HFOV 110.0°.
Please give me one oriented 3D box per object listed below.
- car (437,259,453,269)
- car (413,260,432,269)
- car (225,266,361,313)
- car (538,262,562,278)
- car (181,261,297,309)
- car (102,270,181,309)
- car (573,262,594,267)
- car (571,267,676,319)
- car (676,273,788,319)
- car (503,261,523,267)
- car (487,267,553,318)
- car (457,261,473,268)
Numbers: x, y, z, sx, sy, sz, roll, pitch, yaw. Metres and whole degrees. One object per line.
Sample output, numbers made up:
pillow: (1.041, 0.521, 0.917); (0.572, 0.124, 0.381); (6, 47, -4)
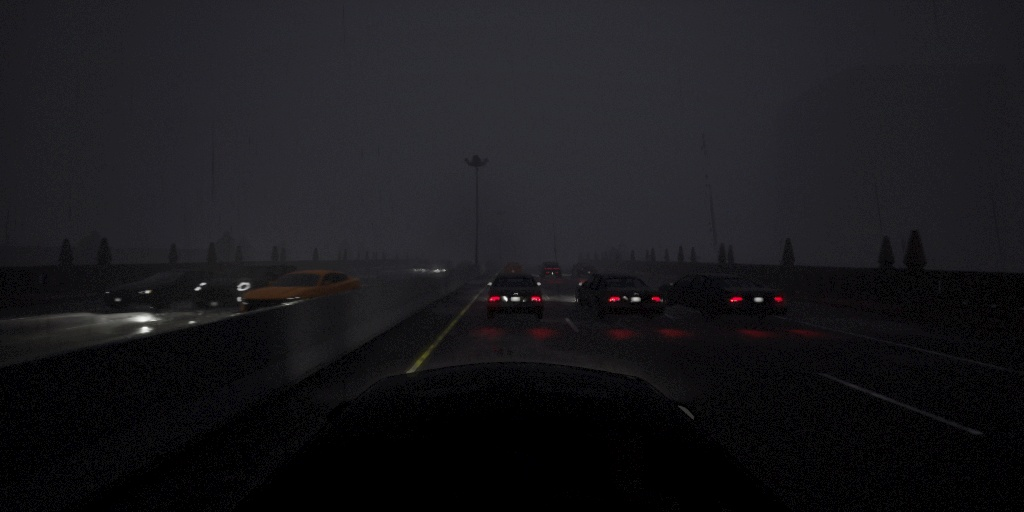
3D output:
car: (-10.552, 1.303, 56.978); (2.128, 1.511, 4.902); (0, 0, 1)
car: (-14.055, 1.359, 56.654); (2.033, 1.411, 5.357); (0, 0, 1)
car: (-7.100, 1.240, 12.637); (1.882, 1.535, 5.008); (0, 0, 0)
car: (3.598, 1.292, 34.228); (1.837, 1.490, 4.892); (0, 0, 0)
car: (-10.601, 1.117, 14.998); (2.097, 1.767, 4.553); (0, 0, 0)
car: (-14.090, 1.290, 15.139); (1.812, 1.442, 4.674); (0, 0, 0)
car: (7.084, 1.314, 35.241); (1.812, 1.442, 4.674); (0, 0, 0)
car: (3.600, 1.310, 12.924); (2.033, 1.411, 5.357); (0, 0, 0)
car: (7.099, 1.311, 12.835); (2.033, 1.411, 5.357); (0, 0, 0)
car: (0.097, 1.267, 35.843); (1.882, 1.535, 5.008); (0, 0, 0)
car: (0.099, 1.310, 13.028); (2.033, 1.411, 5.357); (0, 0, 0)
car: (-7.069, 1.411, 54.303); (1.895, 1.301, 4.718); (0, 0, 0)
